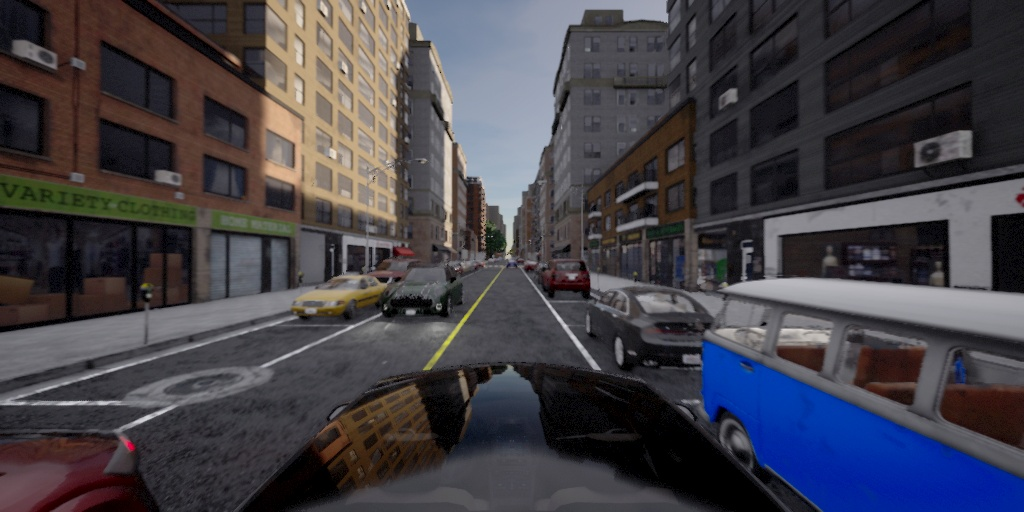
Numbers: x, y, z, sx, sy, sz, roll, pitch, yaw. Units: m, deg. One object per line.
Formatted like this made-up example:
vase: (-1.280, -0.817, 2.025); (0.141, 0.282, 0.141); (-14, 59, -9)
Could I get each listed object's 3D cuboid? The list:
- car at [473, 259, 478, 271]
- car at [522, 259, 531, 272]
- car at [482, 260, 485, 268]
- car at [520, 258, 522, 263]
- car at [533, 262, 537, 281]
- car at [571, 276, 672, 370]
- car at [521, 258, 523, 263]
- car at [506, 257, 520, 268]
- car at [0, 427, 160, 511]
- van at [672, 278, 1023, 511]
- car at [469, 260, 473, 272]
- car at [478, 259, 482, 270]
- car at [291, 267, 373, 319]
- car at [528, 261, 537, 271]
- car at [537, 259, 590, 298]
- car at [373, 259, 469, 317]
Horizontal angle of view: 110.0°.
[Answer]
car: (-5.844, 1.334, 45.956); (2.007, 1.370, 4.403); (0, 0, 0)
car: (2.683, 1.328, 45.963); (1.888, 1.381, 4.507); (0, 0, 0)
car: (-5.840, 1.250, 62.435); (1.967, 1.591, 4.097); (0, 0, 0)
car: (2.685, 1.351, 56.945); (2.007, 1.370, 4.403); (0, 0, 0)
car: (2.679, 1.325, 23.997); (1.948, 1.339, 4.313); (0, 0, 0)
car: (2.676, 1.302, 7.524); (2.007, 1.370, 4.403); (0, 0, 0)
car: (2.684, 1.336, 51.454); (1.888, 1.381, 4.507); (0, 0, 0)
car: (0.016, 1.333, 60.448); (1.812, 1.442, 4.674); (0, 0, 0)
car: (-3.089, 1.315, 0.347); (1.994, 1.385, 4.181); (0, 0, 0)
van: (2.675, 1.091, 2.032); (1.690, 1.789, 3.998); (0, 0, 0)
car: (-5.846, 1.301, 40.294); (1.751, 1.417, 4.829); (0, 0, 0)
car: (-5.843, 1.231, 51.449); (1.967, 1.591, 4.097); (0, 0, 0)
car: (-5.853, 1.279, 12.830); (1.751, 1.417, 4.829); (0, 0, 0)
car: (2.680, 1.314, 29.489); (2.007, 1.370, 4.403); (0, 0, 0)
car: (2.678, 1.070, 18.506); (2.192, 1.841, 5.009); (0, 0, 0)
car: (-3.034, 1.105, 13.053); (2.097, 1.767, 4.553); (0, 0, 0)
